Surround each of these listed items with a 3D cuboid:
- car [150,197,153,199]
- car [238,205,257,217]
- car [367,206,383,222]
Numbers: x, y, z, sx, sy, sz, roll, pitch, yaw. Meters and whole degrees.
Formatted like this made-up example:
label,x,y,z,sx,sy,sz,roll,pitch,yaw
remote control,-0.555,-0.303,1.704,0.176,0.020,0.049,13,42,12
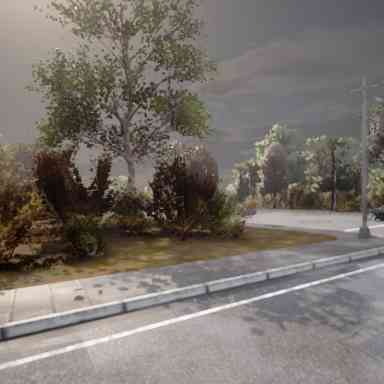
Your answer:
label,x,y,z,sx,sy,sz,roll,pitch,yaw
car,-6.052,1.846,53.018,5.566,2.045,2.150,-2,-1,40
car,4.194,1.703,33.026,1.837,1.490,4.892,0,-1,-42
car,15.442,1.543,25.021,1.837,1.490,4.892,2,-2,-33
